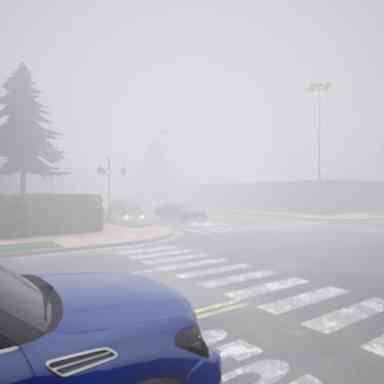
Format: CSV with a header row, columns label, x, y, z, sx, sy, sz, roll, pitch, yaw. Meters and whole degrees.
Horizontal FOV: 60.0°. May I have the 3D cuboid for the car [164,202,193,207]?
label,x,y,z,sx,sy,sz,roll,pitch,yaw
car,-1.005,1.506,26.109,2.033,1.411,5.357,0,0,-36

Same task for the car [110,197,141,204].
label,x,y,z,sx,sy,sz,roll,pitch,yaw
car,-6.792,1.311,34.225,2.097,1.767,4.553,0,0,-35

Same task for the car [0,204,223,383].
label,x,y,z,sx,sy,sz,roll,pitch,yaw
car,-2.387,1.223,2.068,5.566,2.045,2.150,0,0,-35
